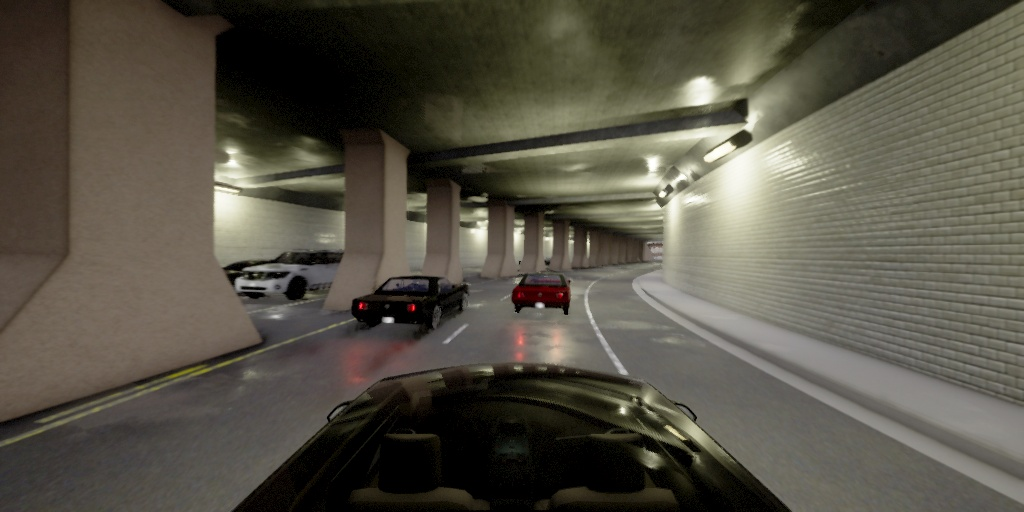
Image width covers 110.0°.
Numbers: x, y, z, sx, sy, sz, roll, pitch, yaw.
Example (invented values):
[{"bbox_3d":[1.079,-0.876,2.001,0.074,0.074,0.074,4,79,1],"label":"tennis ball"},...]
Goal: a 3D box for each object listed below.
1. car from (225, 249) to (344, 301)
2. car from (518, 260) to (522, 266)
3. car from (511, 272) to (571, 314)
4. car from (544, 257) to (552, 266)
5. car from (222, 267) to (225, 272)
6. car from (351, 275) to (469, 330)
[{"bbox_3d":[-9.118,0.706,16.009,2.150,2.045,5.566,1,0,11],"label":"car"},{"bbox_3d":[2.711,0.879,55.608,1.895,1.301,4.718,1,1,28],"label":"car"},{"bbox_3d":[1.248,1.257,13.469,1.895,1.301,4.718,1,1,9],"label":"car"},{"bbox_3d":[5.819,0.886,54.001,2.033,1.411,5.357,1,1,28],"label":"car"},{"bbox_3d":[-12.418,0.927,17.223,1.837,1.490,4.892,1,1,11],"label":"car"},{"bbox_3d":[-2.670,1.226,10.751,1.895,1.301,4.718,1,1,7],"label":"car"}]
